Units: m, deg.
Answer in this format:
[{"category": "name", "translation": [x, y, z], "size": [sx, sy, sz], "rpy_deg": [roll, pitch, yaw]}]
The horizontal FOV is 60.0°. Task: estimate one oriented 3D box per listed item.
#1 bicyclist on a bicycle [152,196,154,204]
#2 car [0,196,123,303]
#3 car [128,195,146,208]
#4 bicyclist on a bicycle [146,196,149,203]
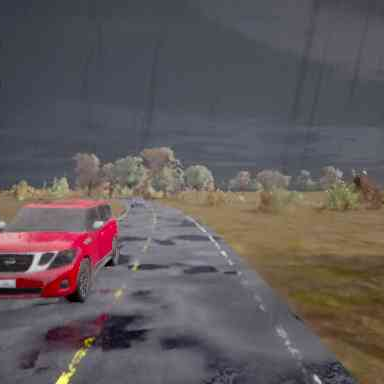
[{"category": "bicyclist on a bicycle", "translation": [-7.743, 1.589, 66.090], "size": [0.582, 1.620, 1.656], "rpy_deg": [0, -1, -15]}, {"category": "car", "translation": [-3.316, 1.239, 8.538], "size": [2.150, 2.045, 5.566], "rpy_deg": [0, 0, -2]}, {"category": "car", "translation": [-8.170, 1.453, 50.285], "size": [2.097, 1.767, 4.553], "rpy_deg": [0, 0, -11]}, {"category": "bicyclist on a bicycle", "translation": [-10.133, 1.531, 74.701], "size": [0.659, 1.776, 1.843], "rpy_deg": [0, 0, -16]}]
